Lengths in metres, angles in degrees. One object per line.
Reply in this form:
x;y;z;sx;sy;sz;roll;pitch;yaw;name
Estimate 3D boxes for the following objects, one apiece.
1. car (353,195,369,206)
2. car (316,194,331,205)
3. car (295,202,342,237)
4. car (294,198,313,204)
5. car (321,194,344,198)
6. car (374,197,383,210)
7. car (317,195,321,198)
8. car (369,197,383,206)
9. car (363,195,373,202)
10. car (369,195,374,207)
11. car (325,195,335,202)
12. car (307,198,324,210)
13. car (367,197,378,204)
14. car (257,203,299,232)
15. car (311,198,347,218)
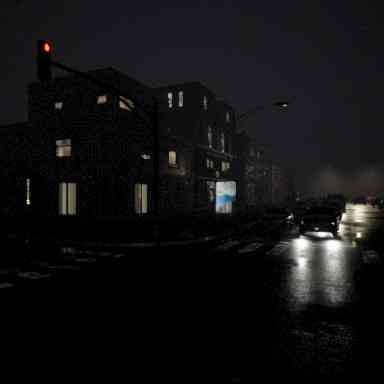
28.852;1.494;57.244;1.882;1.535;5.008;0;0;25;car
23.938;1.331;60.389;2.192;1.841;5.009;0;0;25;car
7.126;1.528;18.418;1.812;1.442;4.674;0;0;26;car
9.884;1.555;30.384;2.008;1.369;4.403;0;0;25;car
16.135;1.228;37.397;2.150;2.045;5.566;0;0;25;car
24.494;1.561;41.820;2.008;1.369;4.403;0;0;25;car
14.569;1.447;40.386;1.967;1.590;4.097;0;0;25;car
31.520;1.568;56.822;2.008;1.369;4.403;0;0;25;car
43.231;1.475;81.824;1.967;1.590;4.097;0;0;25;car
29.179;1.454;51.820;1.967;1.590;4.097;0;0;25;car
33.306;1.470;80.392;1.967;1.590;4.097;0;0;25;car
16.838;1.534;45.233;1.752;1.417;4.829;0;0;25;car
36.204;1.605;66.823;1.802;1.307;4.206;0;0;25;car
5.200;1.584;20.383;1.802;1.307;4.206;0;0;25;car
11.556;1.496;27.775;2.128;1.511;4.902;0;0;25;car
